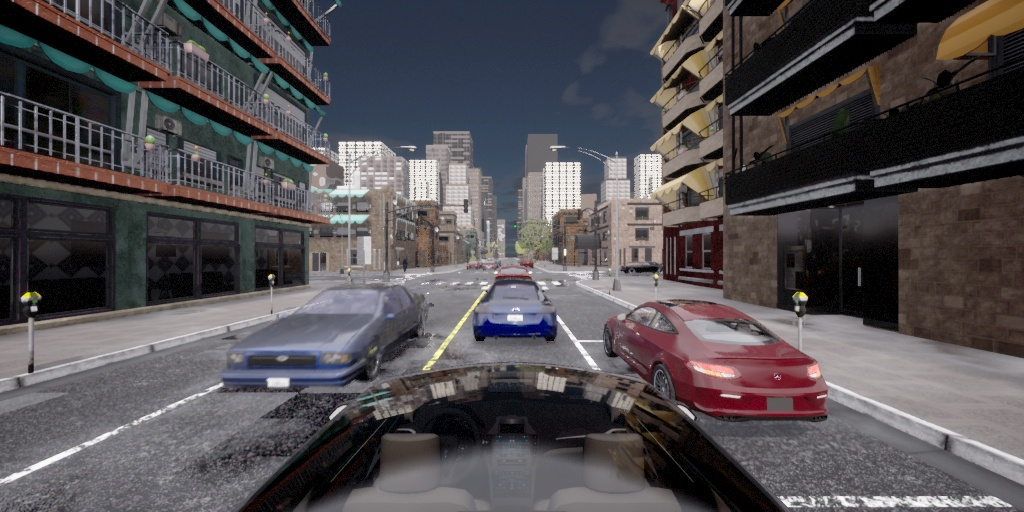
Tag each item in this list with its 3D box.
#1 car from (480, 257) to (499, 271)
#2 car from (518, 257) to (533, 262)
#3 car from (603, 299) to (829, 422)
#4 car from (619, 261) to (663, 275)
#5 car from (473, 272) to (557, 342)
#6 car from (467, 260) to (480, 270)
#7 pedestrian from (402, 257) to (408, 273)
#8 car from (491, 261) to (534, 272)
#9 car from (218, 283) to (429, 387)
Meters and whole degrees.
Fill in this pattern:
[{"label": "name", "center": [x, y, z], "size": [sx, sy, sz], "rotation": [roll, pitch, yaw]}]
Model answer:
[{"label": "car", "center": [-3.183, 1.316, 51.372], "size": [1.812, 1.442, 4.674], "rotation": [0, 0, 0]}, {"label": "car", "center": [2.576, 1.119, 60.420], "size": [2.192, 1.841, 5.009], "rotation": [0, 0, 0]}, {"label": "car", "center": [2.682, 1.333, 5.668], "size": [1.802, 1.307, 4.207], "rotation": [0, 0, 0]}, {"label": "car", "center": [13.493, 1.202, 36.651], "size": [4.718, 1.301, 1.895], "rotation": [-1, 0, 0]}, {"label": "car", "center": [0.079, 1.318, 9.834], "size": [1.994, 1.385, 4.181], "rotation": [0, 0, 0]}, {"label": "car", "center": [-5.881, 1.341, 54.882], "size": [1.888, 1.381, 4.507], "rotation": [0, 0, 0]}, {"label": "pedestrian", "center": [-12.590, 1.064, 42.128], "size": [0.375, 1.860, 0.375], "rotation": [0, 0, 0]}, {"label": "car", "center": [0.077, 1.237, 19.196], "size": [1.882, 1.535, 5.008], "rotation": [0, 0, 0]}, {"label": "car", "center": [-3.110, 1.300, 7.436], "size": [2.033, 1.411, 5.357], "rotation": [0, 0, 0]}]
